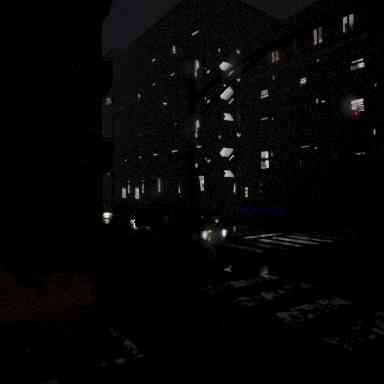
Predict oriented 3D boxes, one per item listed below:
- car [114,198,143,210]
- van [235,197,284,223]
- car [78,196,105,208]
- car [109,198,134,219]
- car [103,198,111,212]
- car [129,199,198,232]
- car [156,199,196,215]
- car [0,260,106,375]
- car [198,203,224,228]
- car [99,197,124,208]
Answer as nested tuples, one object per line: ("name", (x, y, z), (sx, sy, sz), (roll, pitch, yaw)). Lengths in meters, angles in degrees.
("car", (-8.298, 1.462, 43.271), (1.887, 1.381, 4.507), (-1, 0, -36))
("van", (4.975, 1.279, 24.922), (1.690, 1.788, 3.998), (0, 0, -36))
("car", (-14.260, 1.428, 47.003), (2.128, 1.511, 4.902), (-1, 0, -36))
("car", (-5.350, 1.532, 29.308), (1.994, 1.385, 4.181), (-1, 0, -37))
("car", (-11.337, 1.438, 37.608), (1.882, 1.535, 5.008), (-1, 0, -36))
("car", (-1.825, 1.440, 20.026), (1.967, 1.590, 4.097), (0, 0, -36))
("car", (-1.761, 1.448, 34.235), (1.752, 1.417, 4.829), (0, 0, -36))
("car", (-3.559, 1.526, 4.030), (4.829, 1.417, 1.752), (0, 0, -35))
("car", (0.043, 1.472, 21.859), (2.128, 1.511, 4.902), (-1, 0, -36))
("car", (-11.616, 1.462, 47.858), (1.887, 1.381, 4.507), (-1, 0, -36))
